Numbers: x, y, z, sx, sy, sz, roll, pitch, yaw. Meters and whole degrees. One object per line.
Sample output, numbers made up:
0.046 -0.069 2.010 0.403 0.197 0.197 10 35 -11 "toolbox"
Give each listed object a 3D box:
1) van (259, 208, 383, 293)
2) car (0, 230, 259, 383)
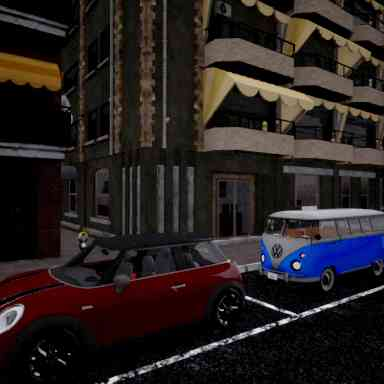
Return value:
3.494 1.343 8.582 3.998 1.788 1.690 0 0 -35 "van"
-1.140 1.440 5.280 4.097 1.590 1.967 0 0 -35 "car"
